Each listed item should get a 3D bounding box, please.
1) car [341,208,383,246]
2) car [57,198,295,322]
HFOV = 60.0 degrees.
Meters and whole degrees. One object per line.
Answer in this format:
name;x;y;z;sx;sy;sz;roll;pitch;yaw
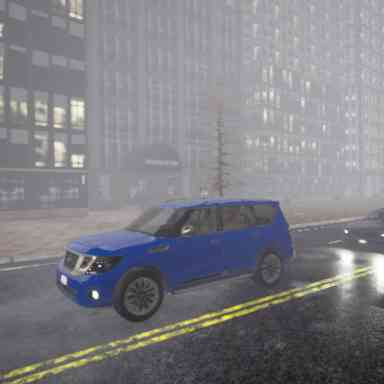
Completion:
car;8.357;1.389;13.807;5.357;1.411;2.033;-1;0;-37
car;-0.039;1.183;7.550;5.566;2.045;2.150;-1;0;-36
